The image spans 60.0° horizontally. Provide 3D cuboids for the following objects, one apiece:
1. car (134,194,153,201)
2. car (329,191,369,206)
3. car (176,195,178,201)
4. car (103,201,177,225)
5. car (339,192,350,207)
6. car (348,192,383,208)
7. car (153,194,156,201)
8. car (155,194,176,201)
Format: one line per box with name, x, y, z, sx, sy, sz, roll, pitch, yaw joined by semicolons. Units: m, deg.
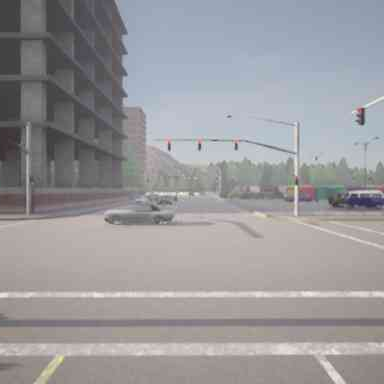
car;-7.328;1.220;48.680;1.812;1.442;4.674;0;0;0
car;25.047;0.871;53.194;4.605;1.855;1.932;0;0;0
car;-3.739;1.202;64.267;1.895;1.301;4.718;0;0;1
car;-3.457;1.485;22.234;4.718;1.301;1.895;0;0;0
car;25.074;1.099;50.512;3.905;1.438;1.784;0;0;0
car;25.048;1.148;47.617;3.806;1.475;1.970;0;0;0
car;-7.246;1.094;63.896;2.128;1.511;4.902;0;0;1
car;-3.827;1.196;48.914;1.837;1.490;4.892;0;1;0
